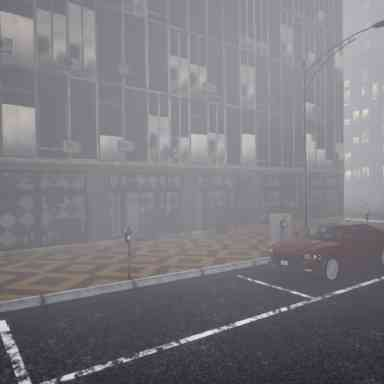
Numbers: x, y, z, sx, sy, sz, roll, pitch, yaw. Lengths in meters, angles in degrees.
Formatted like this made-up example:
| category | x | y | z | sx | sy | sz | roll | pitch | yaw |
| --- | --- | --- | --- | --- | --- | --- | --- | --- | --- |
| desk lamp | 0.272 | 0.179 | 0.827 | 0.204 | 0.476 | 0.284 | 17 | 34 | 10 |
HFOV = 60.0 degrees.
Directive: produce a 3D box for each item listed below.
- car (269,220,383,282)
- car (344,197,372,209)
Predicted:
| category | x | y | z | sx | sy | sz | roll | pitch | yaw |
| --- | --- | --- | --- | --- | --- | --- | --- | --- | --- |
| car | 4.154 | 1.542 | 9.716 | 4.507 | 1.381 | 1.887 | 0 | -1 | -36 |
| car | 18.691 | 1.275 | 39.598 | 1.752 | 1.417 | 4.829 | -1 | 1 | -35 |
